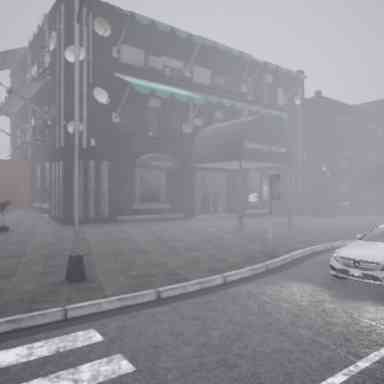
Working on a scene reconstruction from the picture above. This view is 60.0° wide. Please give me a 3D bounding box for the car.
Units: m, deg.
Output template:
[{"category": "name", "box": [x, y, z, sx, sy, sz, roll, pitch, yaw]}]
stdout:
[{"category": "car", "box": [5.625, 1.592, 8.848, 4.674, 1.442, 1.812, 1, -1, -35]}]
